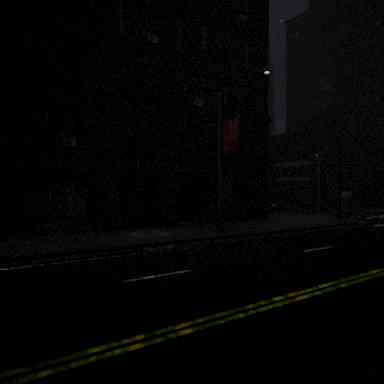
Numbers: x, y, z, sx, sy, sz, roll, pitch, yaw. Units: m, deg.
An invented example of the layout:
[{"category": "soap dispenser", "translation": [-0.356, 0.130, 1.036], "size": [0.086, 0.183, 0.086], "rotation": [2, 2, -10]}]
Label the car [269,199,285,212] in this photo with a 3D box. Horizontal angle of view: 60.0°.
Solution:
[{"category": "car", "translation": [8.229, 1.419, 36.659], "size": [1.967, 1.590, 4.097], "rotation": [0, 0, -35]}]

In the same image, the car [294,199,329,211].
[{"category": "car", "translation": [14.786, 1.576, 41.285], "size": [1.947, 1.339, 4.313], "rotation": [0, 0, -35]}]
